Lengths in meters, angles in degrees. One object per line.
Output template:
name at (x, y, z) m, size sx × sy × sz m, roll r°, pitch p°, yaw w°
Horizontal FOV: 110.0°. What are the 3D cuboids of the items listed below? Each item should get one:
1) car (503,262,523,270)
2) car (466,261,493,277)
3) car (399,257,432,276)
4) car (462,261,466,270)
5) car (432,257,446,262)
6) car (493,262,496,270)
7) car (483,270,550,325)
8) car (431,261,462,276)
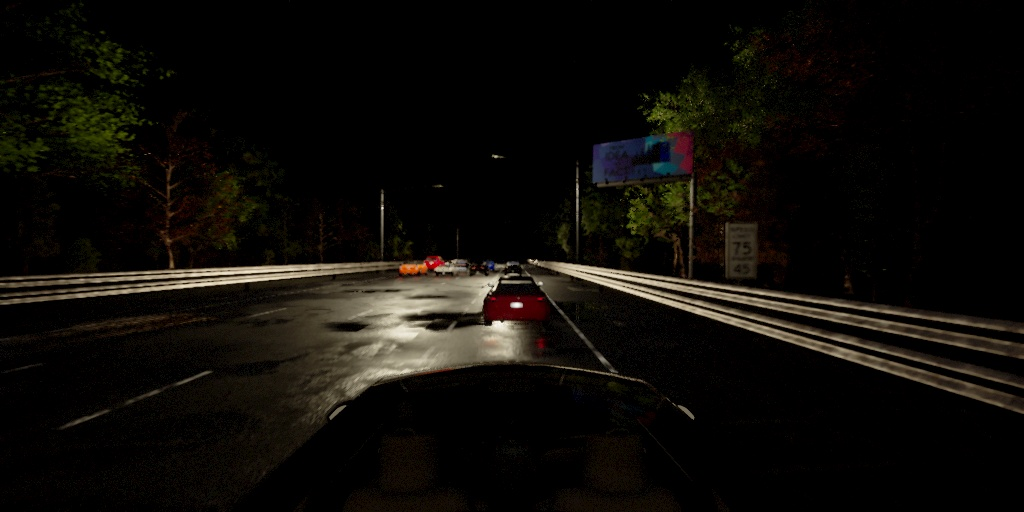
car at (0.126, 1.352, 38.643) m, size 2.128 × 1.511 × 4.902 m, roll 0°, pitch 0°, yaw 0°
car at (-3.383, 1.360, 37.886) m, size 1.837 × 1.490 × 4.892 m, roll 0°, pitch 0°, yaw 0°
car at (-10.381, 1.201, 38.242) m, size 2.097 × 1.767 × 4.553 m, roll 0°, pitch 0°, yaw 0°
car at (-6.830, 1.388, 49.707) m, size 2.128 × 1.511 × 4.902 m, roll 0°, pitch 0°, yaw 1°
car at (-10.344, 1.111, 48.648) m, size 2.150 × 2.045 × 5.566 m, roll 0°, pitch 0°, yaw 0°
car at (-3.324, 1.379, 50.210) m, size 1.882 × 1.535 × 5.008 m, roll 0°, pitch 0°, yaw 1°
car at (0.135, 1.344, 11.970) m, size 1.994 × 1.385 × 4.181 m, roll 0°, pitch 0°, yaw 0°
car at (-6.881, 1.453, 38.289) m, size 1.895 × 1.301 × 4.718 m, roll 0°, pitch 0°, yaw 0°
